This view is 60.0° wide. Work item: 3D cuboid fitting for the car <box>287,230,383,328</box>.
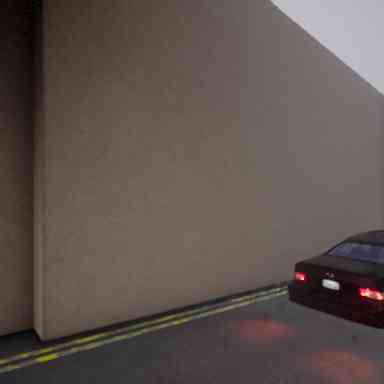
[{"bbox_3d":[4.261,1.519,6.793,5.357,1.411,2.033,0,0,-36],"label":"car"}]
